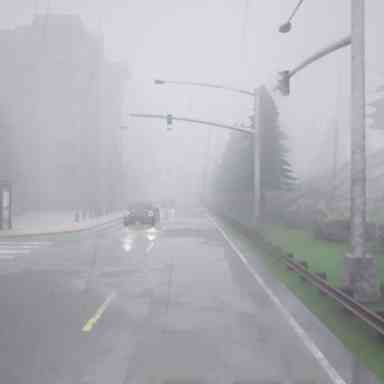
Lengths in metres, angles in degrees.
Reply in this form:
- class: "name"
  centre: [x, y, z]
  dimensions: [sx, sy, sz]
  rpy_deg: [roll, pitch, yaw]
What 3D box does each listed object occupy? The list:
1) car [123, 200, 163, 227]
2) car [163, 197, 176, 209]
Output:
- class: "car"
  centre: [-3.483, 1.433, 23.717]
  dimensions: [2.097, 1.767, 4.553]
  rpy_deg: [0, 0, 0]
- class: "car"
  centre: [-3.457, 1.550, 48.572]
  dimensions: [1.837, 1.490, 4.892]
  rpy_deg: [0, 0, 0]
